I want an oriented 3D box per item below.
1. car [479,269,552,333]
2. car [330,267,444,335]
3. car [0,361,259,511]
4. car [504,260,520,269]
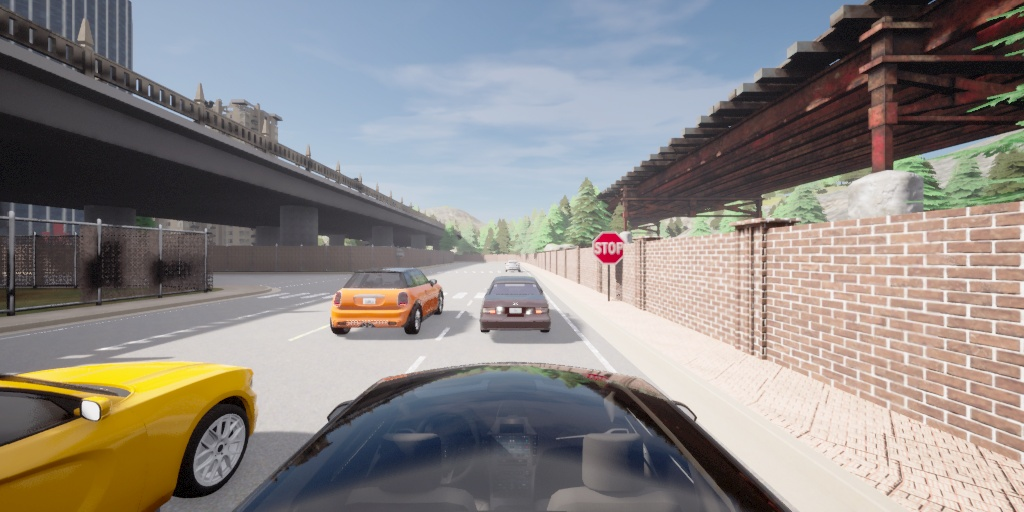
[{"bbox_3d":[0.081,1.297,10.732,2.033,1.411,5.357,0,0,0],"label":"car"},{"bbox_3d":[-3.421,1.102,10.711,2.097,1.767,4.553,0,0,0],"label":"car"},{"bbox_3d":[-3.399,1.228,1.454,1.882,1.535,5.008,0,0,0],"label":"car"},{"bbox_3d":[0.098,1.276,45.519,1.812,1.442,4.674,0,0,-1],"label":"car"}]
